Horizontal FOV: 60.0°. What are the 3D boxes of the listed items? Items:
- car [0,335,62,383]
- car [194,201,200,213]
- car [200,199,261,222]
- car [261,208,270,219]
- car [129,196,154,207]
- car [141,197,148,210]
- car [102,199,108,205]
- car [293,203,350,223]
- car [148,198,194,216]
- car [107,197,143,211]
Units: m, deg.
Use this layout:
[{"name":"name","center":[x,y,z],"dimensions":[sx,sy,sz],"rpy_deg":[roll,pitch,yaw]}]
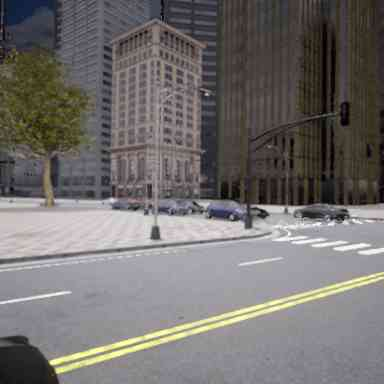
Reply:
[{"name":"car","center":[-2.932,1.594,1.392],"dimensions":[4.718,1.301,1.895],"rpy_deg":[1,0,-35]},{"name":"car","center":[-0.401,1.706,37.860],"dimensions":[1.837,1.490,4.892],"rpy_deg":[1,-1,-39]},{"name":"car","center":[3.165,1.483,28.049],"dimensions":[2.097,1.767,4.553],"rpy_deg":[1,-1,-37]},{"name":"car","center":[5.118,1.753,30.871],"dimensions":[1.994,1.385,4.181],"rpy_deg":[1,-1,-38]},{"name":"car","center":[-8.892,1.688,57.938],"dimensions":[2.097,1.767,4.553],"rpy_deg":[1,-1,-42]},{"name":"car","center":[-6.719,1.774,45.418],"dimensions":[1.994,1.385,4.181],"rpy_deg":[1,-1,-41]},{"name":"car","center":[-15.789,1.867,65.184],"dimensions":[1.812,1.442,4.674],"rpy_deg":[1,-1,-44]},{"name":"car","center":[10.990,1.745,28.532],"dimensions":[1.837,1.490,4.892],"rpy_deg":[4,-2,-32]},{"name":"car","center":[-2.286,1.495,35.013],"dimensions":[2.097,1.767,4.553],"rpy_deg":[1,-1,-39]},{"name":"car","center":[-8.625,1.717,42.637],"dimensions":[1.994,1.385,4.181],"rpy_deg":[1,-1,-41]}]
